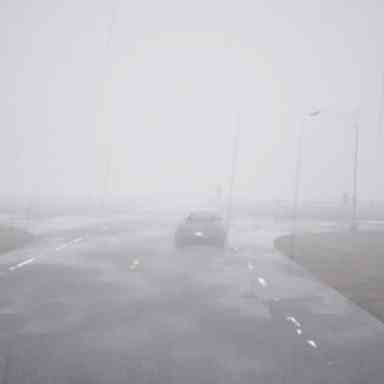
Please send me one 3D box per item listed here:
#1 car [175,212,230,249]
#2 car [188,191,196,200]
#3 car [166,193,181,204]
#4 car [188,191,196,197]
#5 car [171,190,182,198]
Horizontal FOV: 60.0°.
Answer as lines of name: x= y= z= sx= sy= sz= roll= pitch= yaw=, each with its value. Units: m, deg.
car: x=0.557 y=1.534 z=14.413 sx=1.994 sy=1.385 sz=4.181 roll=0 pitch=0 yaw=8
car: x=-0.010 y=0.965 z=74.240 sx=2.128 sy=1.511 sz=4.902 roll=0 pitch=2 yaw=0
car: x=-3.542 y=1.314 z=59.822 sx=2.033 sy=1.411 sz=5.357 roll=0 pitch=1 yaw=1
car: x=-0.012 y=0.451 z=84.651 sx=1.837 sy=1.490 sz=4.892 roll=0 pitch=2 yaw=0
car: x=-3.511 y=0.623 z=75.621 sx=2.150 sy=2.045 sz=5.566 roll=0 pitch=2 yaw=0
